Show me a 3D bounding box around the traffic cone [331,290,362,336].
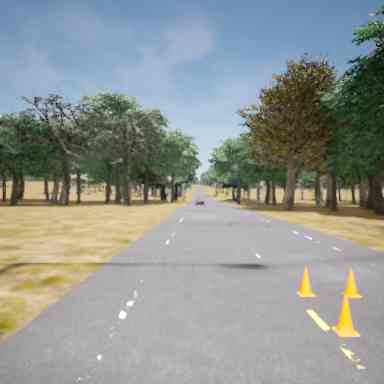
[{"bbox_3d":[2.497,1.985,5.416,0.340,0.580,0.340,1,0,1],"label":"traffic cone"}]

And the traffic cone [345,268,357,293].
[{"bbox_3d":[3.534,1.998,7.397,0.340,0.580,0.340,1,0,1],"label":"traffic cone"}]

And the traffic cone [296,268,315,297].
[{"bbox_3d":[2.534,1.986,7.416,0.340,0.580,0.340,1,0,1],"label":"traffic cone"}]

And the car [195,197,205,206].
[{"bbox_3d":[1.573,2.042,64.354,1.895,1.301,4.718,1,-1,1],"label":"car"}]
